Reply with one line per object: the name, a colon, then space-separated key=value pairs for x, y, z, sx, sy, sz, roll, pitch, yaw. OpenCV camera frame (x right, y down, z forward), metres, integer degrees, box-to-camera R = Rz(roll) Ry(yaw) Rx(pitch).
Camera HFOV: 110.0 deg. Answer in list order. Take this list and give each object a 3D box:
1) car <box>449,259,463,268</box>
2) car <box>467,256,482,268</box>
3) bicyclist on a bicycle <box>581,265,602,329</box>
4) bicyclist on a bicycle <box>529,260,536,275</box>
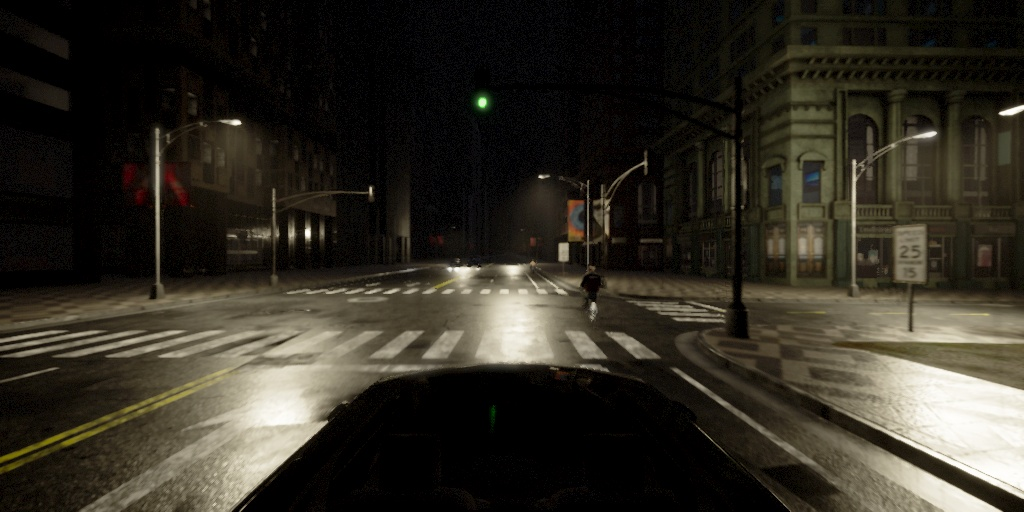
car: x=-9.747 y=1.232 z=62.591 sx=2.128 sy=1.511 sz=4.902 roll=0 pitch=0 yaw=0
car: x=-6.497 y=0.948 z=62.560 sx=2.150 sy=2.045 sz=5.566 roll=0 pitch=0 yaw=0
bicyclist on a bicycle: x=2.279 y=1.146 z=10.501 sx=0.659 sy=1.776 sz=1.843 roll=2 pitch=0 yaw=0
bicyclist on a bicycle: x=2.253 y=1.194 z=38.540 sx=0.866 sy=1.612 sz=1.509 roll=0 pitch=0 yaw=0
